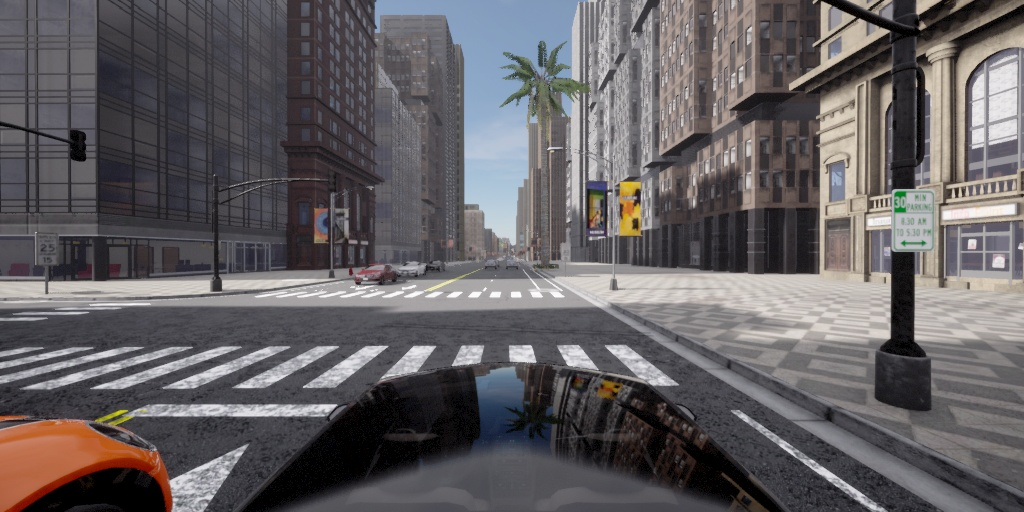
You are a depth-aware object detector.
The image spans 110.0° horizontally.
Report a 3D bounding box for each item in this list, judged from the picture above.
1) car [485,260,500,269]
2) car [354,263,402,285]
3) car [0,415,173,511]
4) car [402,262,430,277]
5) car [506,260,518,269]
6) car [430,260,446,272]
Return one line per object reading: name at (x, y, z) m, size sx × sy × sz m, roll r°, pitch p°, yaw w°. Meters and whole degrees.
car at (-3.239, 1.335, 55.777) m, size 2.033 × 1.411 × 5.357 m, roll 0°, pitch 0°, yaw 0°
car at (-9.847, 1.281, 26.317) m, size 1.812 × 1.442 × 4.674 m, roll 0°, pitch 0°, yaw -1°
car at (-3.150, 1.102, 0.298) m, size 2.097 × 1.767 × 4.553 m, roll 0°, pitch 0°, yaw 0°
car at (-9.841, 1.286, 35.314) m, size 1.812 × 1.442 × 4.674 m, roll 0°, pitch 0°, yaw 0°
car at (0.011, 1.335, 55.777) m, size 2.033 × 1.411 × 5.357 m, roll 0°, pitch 0°, yaw 0°
car at (-9.834, 1.277, 46.463) m, size 1.837 × 1.490 × 4.892 m, roll 0°, pitch 0°, yaw 0°
